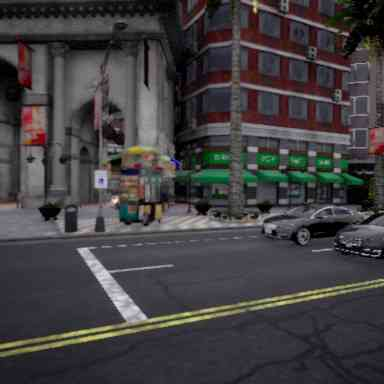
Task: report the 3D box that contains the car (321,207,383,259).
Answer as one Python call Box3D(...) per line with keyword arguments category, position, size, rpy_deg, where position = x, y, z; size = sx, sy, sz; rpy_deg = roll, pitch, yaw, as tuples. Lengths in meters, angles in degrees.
Box3D(category="car", position=(6.914, 1.373, 11.072), size=(4.892, 1.490, 1.837), rpy_deg=(0, 1, -26))

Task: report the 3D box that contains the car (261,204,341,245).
Box3D(category="car", position=(5.206, 1.281, 14.133), size=(4.902, 1.511, 2.128), rpy_deg=(0, 1, -26))
